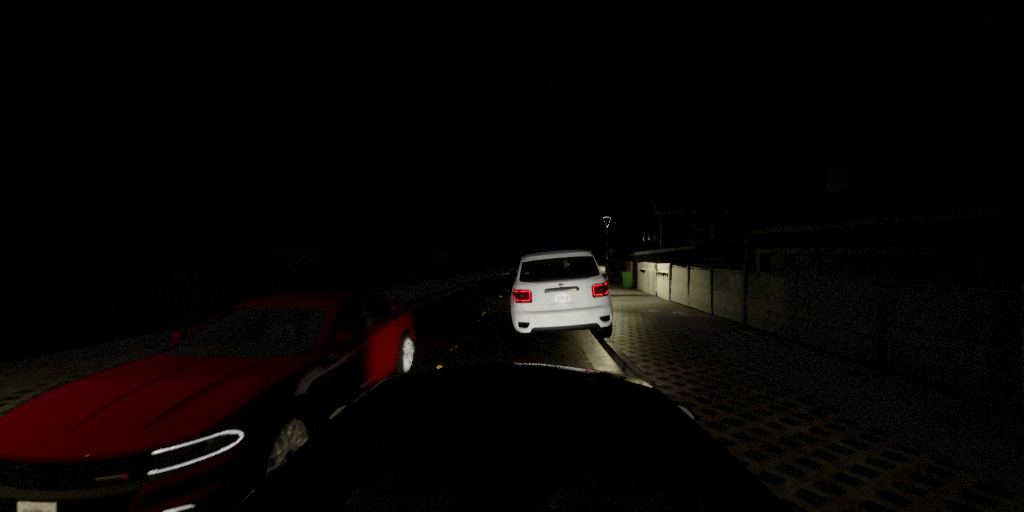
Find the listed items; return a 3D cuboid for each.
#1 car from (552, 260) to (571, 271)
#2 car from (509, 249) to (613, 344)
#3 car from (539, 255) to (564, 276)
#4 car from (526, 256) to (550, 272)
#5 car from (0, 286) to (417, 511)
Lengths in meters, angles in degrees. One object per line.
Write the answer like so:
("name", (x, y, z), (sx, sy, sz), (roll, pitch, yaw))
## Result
("car", (6.846, 1.281, 48.950), (1.812, 1.442, 4.674), (0, 0, 17))
("car", (1.135, 0.897, 9.645), (2.150, 2.045, 5.566), (-5, 0, 3))
("car", (4.347, 0.970, 38.525), (2.150, 2.045, 5.566), (0, 0, 12))
("car", (3.486, 0.965, 47.390), (2.150, 2.045, 5.566), (0, 0, 15))
("car", (-2.719, 1.226, 4.599), (1.882, 1.535, 5.008), (0, 0, 2))
